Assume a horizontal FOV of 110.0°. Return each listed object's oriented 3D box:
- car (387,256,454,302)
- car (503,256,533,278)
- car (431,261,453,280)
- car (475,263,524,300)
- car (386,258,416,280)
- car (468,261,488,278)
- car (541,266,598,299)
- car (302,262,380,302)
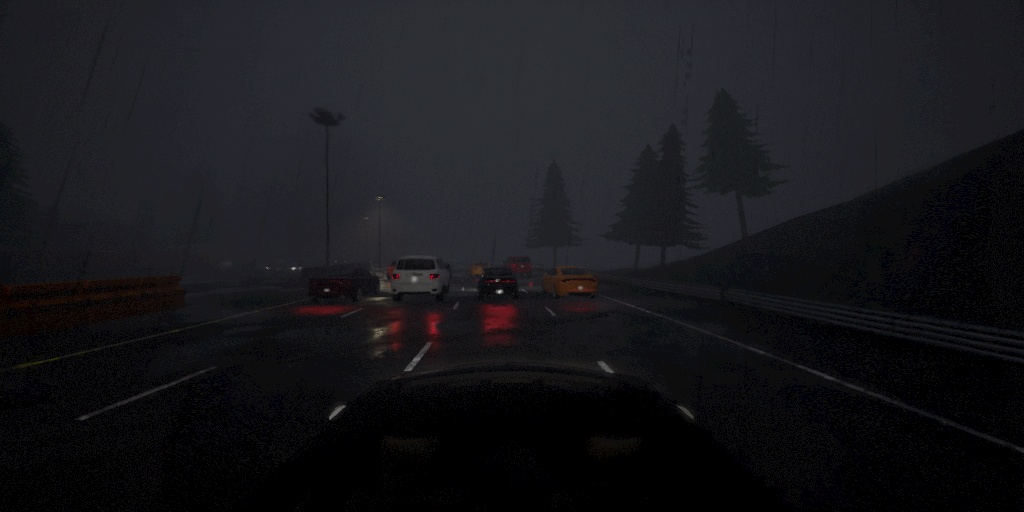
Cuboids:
[{"bbox_3d":[-4.243,1.005,17.326,2.150,2.045,5.566,0,0,-5],"label":"car"},{"bbox_3d":[0.419,1.005,34.286,2.150,2.045,5.566,0,0,-11],"label":"car"},{"bbox_3d":[-6.453,1.264,32.954,1.837,1.490,4.892,0,0,-11],"label":"car"},{"bbox_3d":[-0.755,1.264,17.623,1.837,1.490,4.892,0,0,-5],"label":"car"},{"bbox_3d":[-9.886,1.113,32.273,2.097,1.767,4.553,0,0,-11],"label":"car"},{"bbox_3d":[-3.014,1.232,33.605,1.882,1.535,5.008,0,0,-11],"label":"car"},{"bbox_3d":[2.729,1.232,17.950,1.882,1.535,5.008,0,0,-5],"label":"car"},{"bbox_3d":[-7.725,1.232,16.969,1.882,1.535,5.008,0,0,-5],"label":"car"}]
